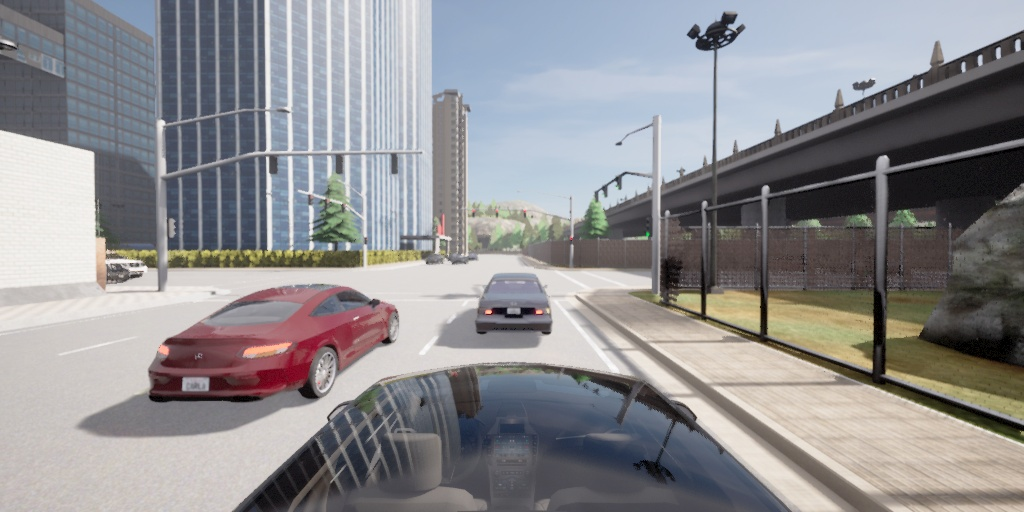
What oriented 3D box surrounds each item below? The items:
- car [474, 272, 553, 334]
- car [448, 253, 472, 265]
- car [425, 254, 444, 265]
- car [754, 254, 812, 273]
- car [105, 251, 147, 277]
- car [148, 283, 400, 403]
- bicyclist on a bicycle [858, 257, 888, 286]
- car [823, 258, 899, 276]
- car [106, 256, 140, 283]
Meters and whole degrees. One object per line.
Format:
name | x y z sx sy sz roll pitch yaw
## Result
car | 0.078 1.159 10.045 2.033 1.411 5.357 0 1 1
car | -7.185 0.514 49.771 1.994 1.385 4.181 0 1 0
car | -10.685 0.457 49.695 1.837 1.490 4.892 0 1 0
car | 24.737 0.640 32.727 4.553 1.767 2.097 0 1 0
car | -29.296 0.636 25.296 5.566 2.045 2.150 0 1 0
car | -3.450 1.201 6.225 1.812 1.442 4.674 0 1 0
bicyclist on a bicycle | 18.264 0.831 18.220 0.582 1.620 1.656 0 1 0
car | 28.657 0.894 29.248 5.357 1.411 2.033 0 1 0
car | -26.292 0.949 21.816 5.008 1.535 1.882 0 1 0
